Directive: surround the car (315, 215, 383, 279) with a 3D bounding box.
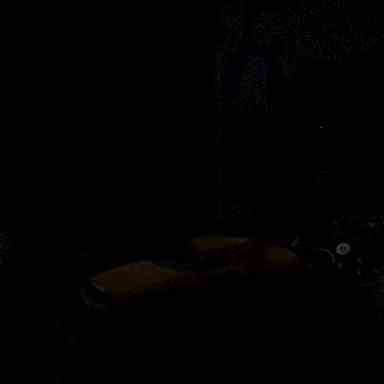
[{"bbox_3d":[4.815,1.472,10.092,4.097,1.590,1.967,0,0,-36],"label":"car"}]

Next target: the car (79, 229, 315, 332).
[{"bbox_3d":[0.252,1.538,6.832,4.829,1.417,1.752,0,0,-36],"label":"car"}]

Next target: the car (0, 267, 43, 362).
[{"bbox_3d":[-4.034,1.562,3.770,4.313,1.339,1.947,0,0,-36],"label":"car"}]
